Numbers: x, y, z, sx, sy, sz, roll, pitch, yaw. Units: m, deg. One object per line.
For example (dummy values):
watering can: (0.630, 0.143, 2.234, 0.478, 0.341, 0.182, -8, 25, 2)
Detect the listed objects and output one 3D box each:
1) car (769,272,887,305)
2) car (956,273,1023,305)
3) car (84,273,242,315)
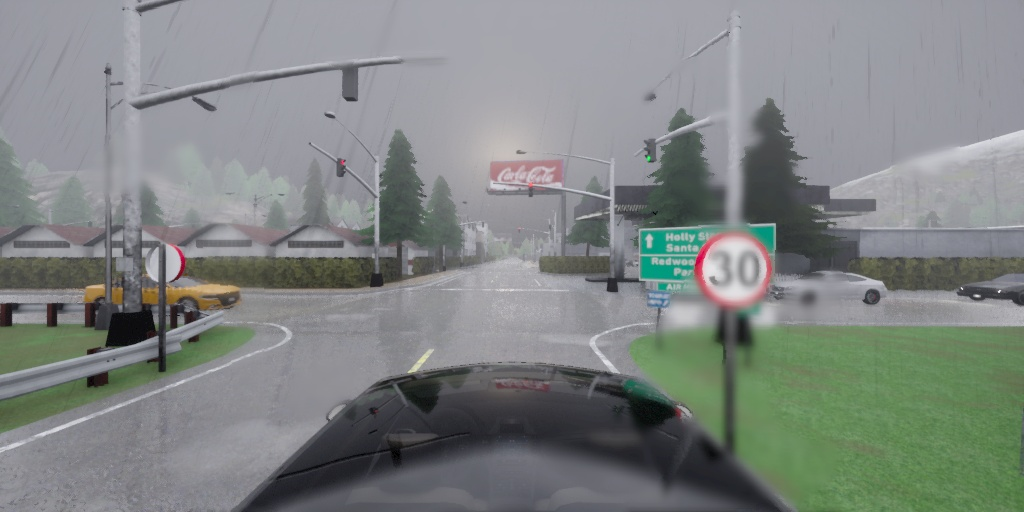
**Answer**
car: (14.857, 1.467, 16.935, 4.674, 1.442, 1.812, 0, 0, 0)
car: (24.512, 1.489, 16.807, 5.357, 1.411, 2.033, 0, 0, 1)
car: (-13.127, 1.419, 13.685, 5.008, 1.535, 1.882, 0, 0, 1)
